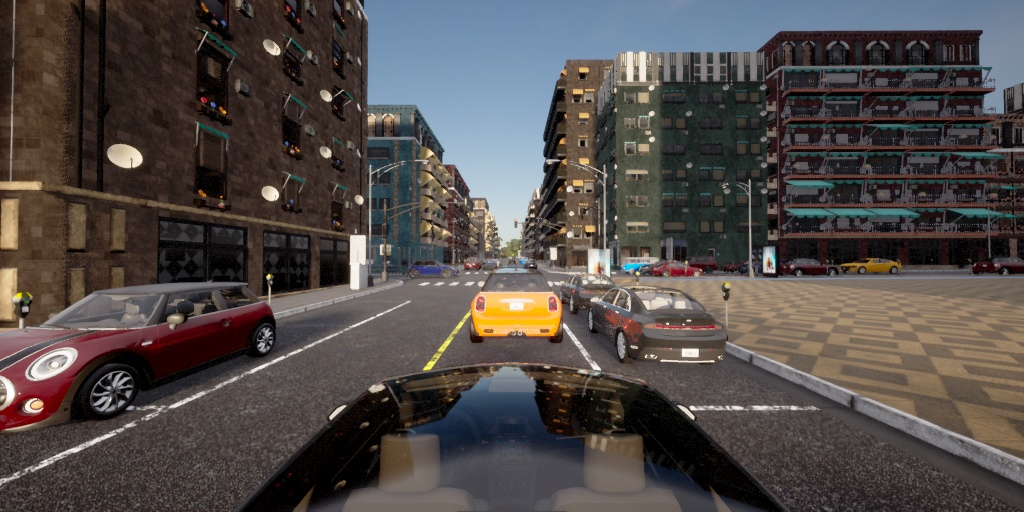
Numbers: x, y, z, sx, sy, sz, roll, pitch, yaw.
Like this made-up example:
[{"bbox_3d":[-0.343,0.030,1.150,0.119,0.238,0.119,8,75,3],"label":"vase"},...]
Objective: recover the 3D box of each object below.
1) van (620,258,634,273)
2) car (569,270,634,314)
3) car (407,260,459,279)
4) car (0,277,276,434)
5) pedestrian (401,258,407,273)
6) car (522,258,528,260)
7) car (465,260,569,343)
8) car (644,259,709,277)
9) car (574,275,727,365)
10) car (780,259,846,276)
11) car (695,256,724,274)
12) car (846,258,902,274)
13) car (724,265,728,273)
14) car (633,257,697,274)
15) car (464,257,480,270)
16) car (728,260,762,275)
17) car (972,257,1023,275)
[{"bbox_3d":[13.780,1.046,38.442,3.998,1.789,1.690,0,0,0],"label":"van"},{"bbox_3d":[2.823,1.304,13.438,2.007,1.370,4.403,0,0,0],"label":"car"},{"bbox_3d":[-7.160,1.133,32.823,4.553,1.767,2.097,0,-1,0],"label":"car"},{"bbox_3d":[-5.818,1.191,5.635,1.967,1.591,4.097,0,0,0],"label":"car"},{"bbox_3d":[-12.519,1.097,41.600,0.375,1.860,0.375,0,0,0],"label":"pedestrian"},{"bbox_3d":[2.704,1.334,51.631,1.948,1.339,4.313,0,0,0],"label":"car"},{"bbox_3d":[0.100,1.104,9.848,2.097,1.767,4.553,0,0,0],"label":"car"},{"bbox_3d":[13.715,1.162,30.062,4.207,1.307,1.802,0,0,0],"label":"car"},{"bbox_3d":[2.822,1.302,7.868,2.007,1.370,4.403,0,0,0],"label":"car"},{"bbox_3d":[24.770,0.935,29.980,4.097,1.591,1.967,0,0,0],"label":"car"},{"bbox_3d":[19.307,0.977,38.401,5.009,1.841,2.192,0,0,0],"label":"car"},{"bbox_3d":[35.609,0.978,35.691,5.008,1.535,1.882,0,-1,0],"label":"car"},{"bbox_3d":[24.835,1.165,38.360,4.507,1.381,1.888,0,0,0],"label":"car"},{"bbox_3d":[15.210,1.147,35.852,4.902,1.511,2.128,0,-1,0],"label":"car"},{"bbox_3d":[-5.677,1.083,51.673,2.192,1.841,5.009,0,0,0],"label":"car"},{"bbox_3d":[25.160,1.127,35.778,5.357,1.411,2.033,0,-1,0],"label":"car"},{"bbox_3d":[41.352,0.811,29.857,4.097,1.591,1.967,0,0,0],"label":"car"}]
